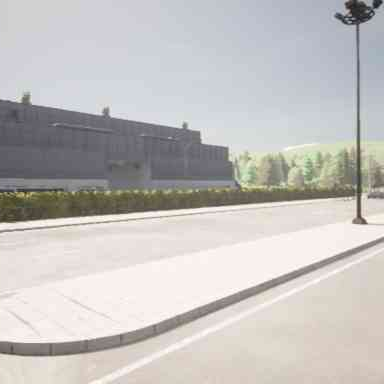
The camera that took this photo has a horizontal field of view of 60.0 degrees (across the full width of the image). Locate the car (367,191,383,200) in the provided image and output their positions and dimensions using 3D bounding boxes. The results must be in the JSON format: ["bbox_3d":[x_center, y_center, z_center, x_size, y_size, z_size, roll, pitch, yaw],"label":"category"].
[{"bbox_3d":[30.355,0.513,54.668,1.994,1.385,4.181,0,1,45],"label":"car"}]
